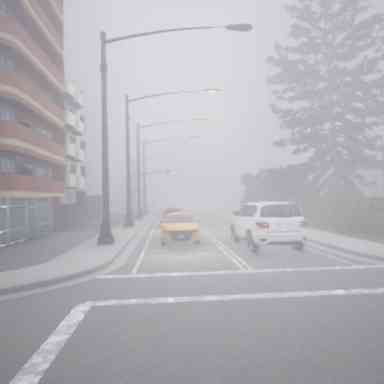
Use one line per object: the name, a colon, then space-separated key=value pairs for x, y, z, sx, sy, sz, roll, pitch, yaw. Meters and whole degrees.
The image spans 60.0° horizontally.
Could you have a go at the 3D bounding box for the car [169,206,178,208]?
car: x=-1.333 y=2.073 z=27.133 sx=1.812 sy=1.442 sz=4.674 roll=-1 pitch=-1 yaw=-4

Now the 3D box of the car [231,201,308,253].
car: x=3.266 y=1.446 z=15.114 sx=2.150 sy=2.045 sz=5.566 roll=-1 pitch=-1 yaw=-5

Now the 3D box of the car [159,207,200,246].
car: x=-0.670 y=1.835 z=17.782 sx=1.882 sy=1.535 sz=5.008 roll=-1 pitch=-1 yaw=-4

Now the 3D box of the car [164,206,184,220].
car: x=-2.036 y=2.311 z=37.000 sx=1.994 sy=1.385 sz=4.181 roll=-1 pitch=-1 yaw=-4
